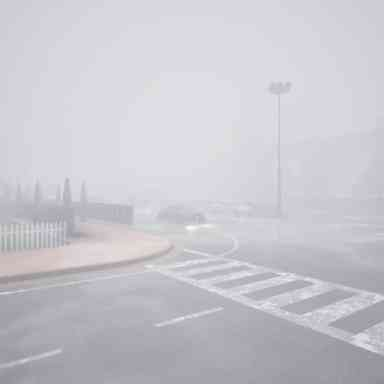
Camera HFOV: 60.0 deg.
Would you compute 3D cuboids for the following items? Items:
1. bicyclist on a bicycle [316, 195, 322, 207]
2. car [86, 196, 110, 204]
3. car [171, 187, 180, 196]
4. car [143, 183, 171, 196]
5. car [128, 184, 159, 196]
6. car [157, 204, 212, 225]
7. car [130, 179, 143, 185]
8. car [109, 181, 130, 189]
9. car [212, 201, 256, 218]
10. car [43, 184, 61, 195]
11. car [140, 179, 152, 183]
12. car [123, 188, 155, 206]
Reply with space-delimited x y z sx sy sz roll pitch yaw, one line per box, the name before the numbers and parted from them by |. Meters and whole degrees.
bicyclist on a bicycle | 18.061 1.291 47.375 1.656 1.620 0.582 0 0 -37
car | -10.710 1.230 37.354 1.837 1.490 4.892 0 2 -37
car | -4.196 -0.267 63.943 1.882 1.535 5.008 0 7 -37
car | -6.587 -0.187 61.302 1.882 1.535 5.008 0 7 -37
car | -8.555 0.058 57.926 2.033 1.411 5.357 0 6 -37
car | -0.809 1.562 24.252 1.994 1.385 4.181 0 0 -36
car | -12.828 -1.487 69.603 1.882 1.535 5.008 0 7 -37
car | -14.818 -1.300 66.259 1.882 1.535 5.008 0 7 -37
car | 3.614 1.519 30.051 1.812 1.442 4.674 0 0 -37
car | -22.256 -0.464 52.847 1.837 1.490 4.892 0 7 -37
car | -10.504 -1.827 72.186 2.150 2.045 5.566 0 7 -37
car | -7.344 0.869 44.519 2.097 1.767 4.553 0 4 -37
